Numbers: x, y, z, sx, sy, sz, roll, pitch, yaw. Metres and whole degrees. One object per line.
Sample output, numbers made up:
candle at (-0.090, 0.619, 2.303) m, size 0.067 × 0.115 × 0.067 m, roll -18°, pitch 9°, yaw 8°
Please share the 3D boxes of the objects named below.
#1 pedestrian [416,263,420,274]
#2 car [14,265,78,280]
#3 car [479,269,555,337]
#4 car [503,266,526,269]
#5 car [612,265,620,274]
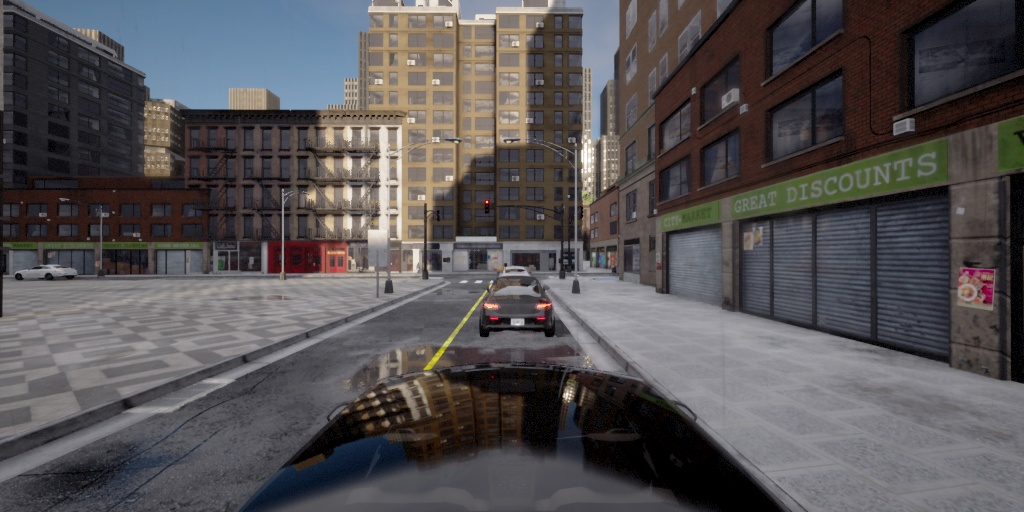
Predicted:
pedestrian at (-10.043, 0.970, 38.334) m, size 0.375 × 1.860 × 0.375 m, roll 0°, pitch 0°, yaw -1°
car at (-45.305, 1.579, 34.921) m, size 4.674 × 1.442 × 1.812 m, roll 0°, pitch 0°, yaw 0°
car at (0.121, 1.275, 10.135) m, size 1.812 × 1.442 × 4.674 m, roll 0°, pitch 0°, yaw 0°
car at (0.148, 1.270, 19.915) m, size 1.812 × 1.442 × 4.674 m, roll 0°, pitch 0°, yaw -1°
car at (12.057, 1.187, 35.505) m, size 4.181 × 1.385 × 1.994 m, roll -1°, pitch 0°, yaw -1°
